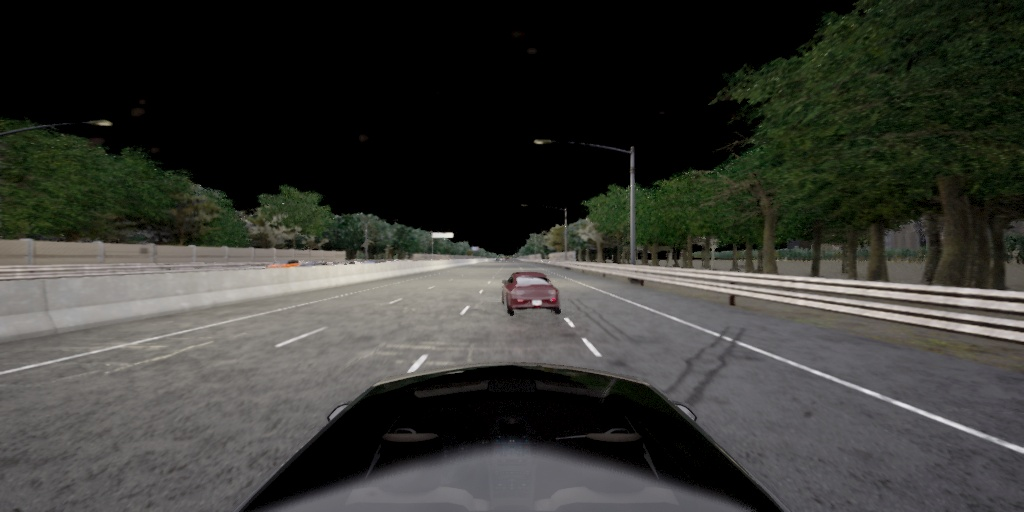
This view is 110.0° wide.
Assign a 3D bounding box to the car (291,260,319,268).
[{"bbox_3d":[-24.652,1.385,44.712,2.128,1.511,4.902,0,0,0],"label":"car"}]

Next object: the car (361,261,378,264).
[{"bbox_3d":[-17.659,1.368,44.382,1.882,1.535,5.008,0,0,0],"label":"car"}]

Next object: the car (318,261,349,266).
[{"bbox_3d":[-21.157,1.490,43.851,1.895,1.301,4.718,0,0,0],"label":"car"}]

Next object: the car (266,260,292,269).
[{"bbox_3d":[-28.150,1.244,44.434,2.097,1.767,4.553,0,0,0],"label":"car"}]

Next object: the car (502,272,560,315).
[{"bbox_3d":[0.627,1.323,13.670,1.812,1.442,4.674,0,0,-4],"label":"car"}]
